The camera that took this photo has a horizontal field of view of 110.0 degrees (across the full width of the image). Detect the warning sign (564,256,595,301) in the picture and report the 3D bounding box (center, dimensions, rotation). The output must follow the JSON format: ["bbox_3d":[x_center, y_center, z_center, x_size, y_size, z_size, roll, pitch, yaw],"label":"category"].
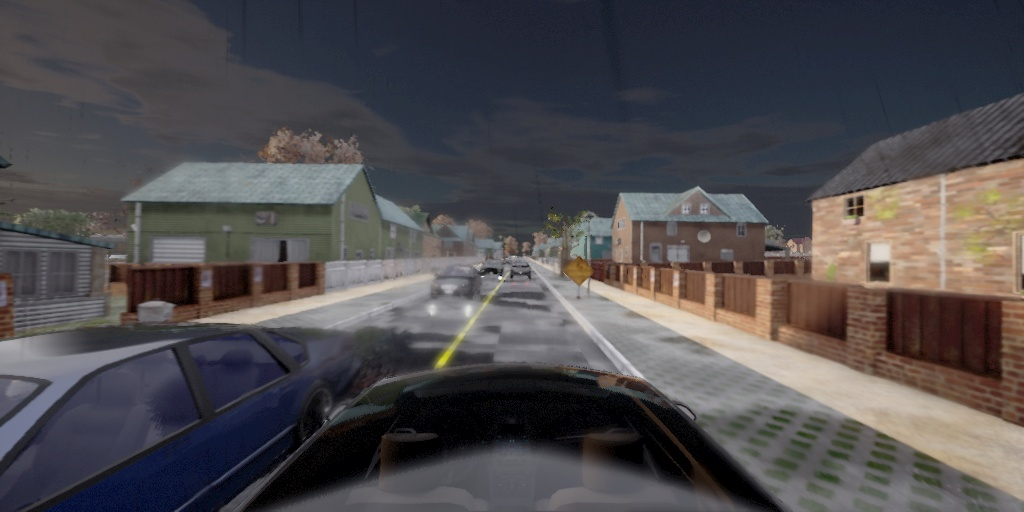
[{"bbox_3d":[2.803,0.908,14.985,1.300,1.860,1.060,0,0,1],"label":"warning sign"}]

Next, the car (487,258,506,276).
[{"bbox_3d":[-1.904,1.060,36.605,2.097,1.767,4.553,1,0,1],"label":"car"}]

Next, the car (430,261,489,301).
[{"bbox_3d":[-2.500,1.187,17.016,2.128,1.511,4.902,1,0,1],"label":"car"}]

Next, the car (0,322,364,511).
[{"bbox_3d":[-2.878,1.245,2.322,2.033,1.411,5.357,1,0,1],"label":"car"}]

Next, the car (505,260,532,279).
[{"bbox_3d":[0.803,1.233,32.709,2.128,1.511,4.902,1,0,2],"label":"car"}]
